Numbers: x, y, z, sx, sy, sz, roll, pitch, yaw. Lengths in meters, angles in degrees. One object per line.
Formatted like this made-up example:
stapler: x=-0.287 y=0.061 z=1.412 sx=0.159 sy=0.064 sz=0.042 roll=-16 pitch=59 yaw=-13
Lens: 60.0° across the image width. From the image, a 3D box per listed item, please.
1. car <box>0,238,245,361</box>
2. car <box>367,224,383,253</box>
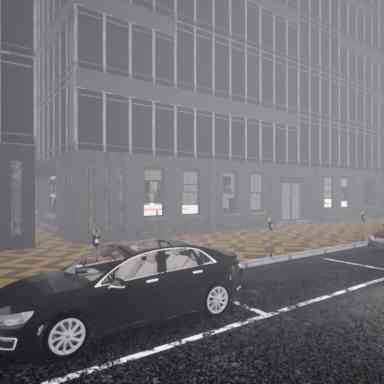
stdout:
car: x=-1.031 y=1.551 z=5.819 sx=4.403 sy=1.369 sz=2.008 roll=0 pitch=0 yaw=-35
car: x=8.257 y=1.582 z=12.402 sx=4.206 sy=1.307 sz=1.802 roll=0 pitch=0 yaw=-35
